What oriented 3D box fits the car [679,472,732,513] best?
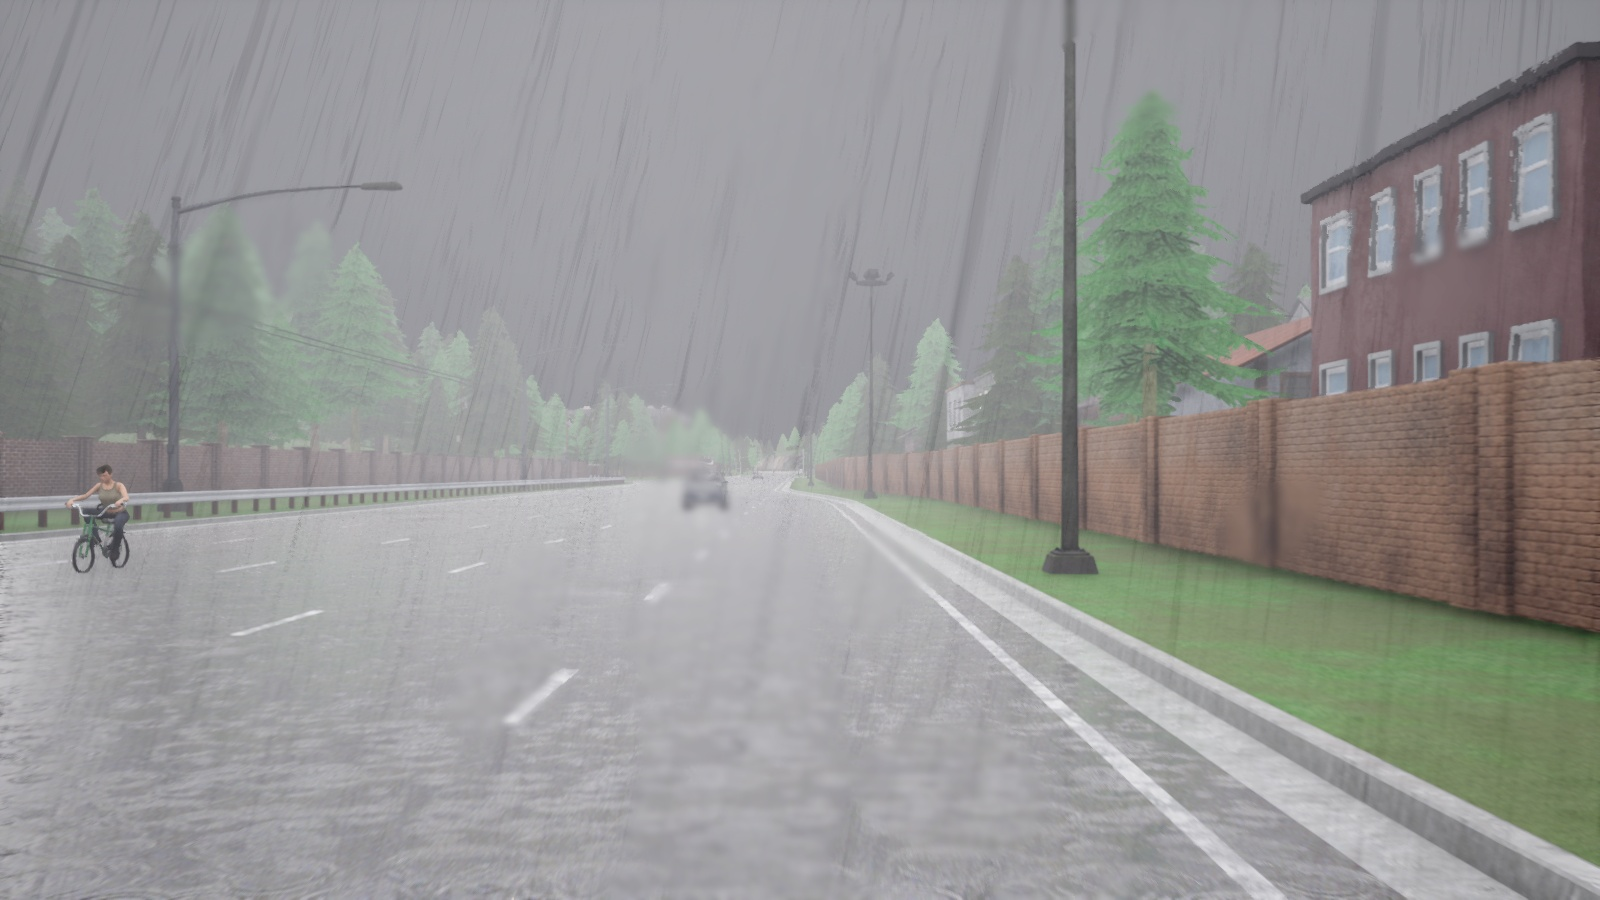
[{"bbox_3d":[-3.620,1.625,48.849,1.789,1.549,3.705,0,-1,0],"label":"car"}]

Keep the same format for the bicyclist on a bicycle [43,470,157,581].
[{"bbox_3d":[-10.542,1.111,18.982,0.866,1.612,1.509,0,-1,0],"label":"bicyclist on a bicycle"}]
